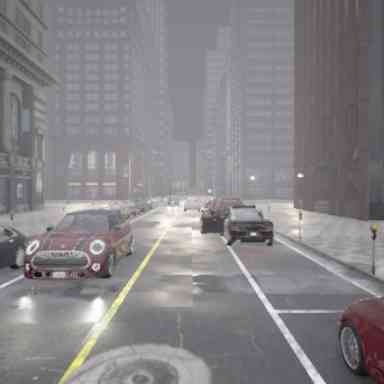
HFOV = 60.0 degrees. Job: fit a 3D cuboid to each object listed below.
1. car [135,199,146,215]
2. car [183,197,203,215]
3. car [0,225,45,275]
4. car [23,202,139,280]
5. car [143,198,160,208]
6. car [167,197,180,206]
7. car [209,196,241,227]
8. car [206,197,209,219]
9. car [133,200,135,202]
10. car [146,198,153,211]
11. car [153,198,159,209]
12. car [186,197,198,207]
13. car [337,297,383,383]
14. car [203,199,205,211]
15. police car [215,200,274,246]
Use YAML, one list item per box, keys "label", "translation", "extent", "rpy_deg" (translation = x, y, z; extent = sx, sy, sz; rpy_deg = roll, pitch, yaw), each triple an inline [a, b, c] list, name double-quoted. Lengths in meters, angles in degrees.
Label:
- label: "car"
  translation: [-5.762, 1.557, 30.912]
  extent: [1.802, 1.307, 4.206]
  rpy_deg: [0, 0, 0]
- label: "car"
  translation: [0.050, 1.498, 38.886]
  extent: [1.812, 1.442, 4.674]
  rpy_deg: [0, 0, 1]
- label: "car"
  translation: [-5.765, 1.542, 8.365]
  extent: [2.008, 1.369, 4.403]
  rpy_deg: [0, 0, 0]
- label: "car"
  translation: [-3.099, 1.341, 10.009]
  extent: [2.097, 1.767, 4.553]
  rpy_deg: [0, 0, 0]
- label: "car"
  translation: [-5.761, 1.522, 47.822]
  extent: [2.008, 1.369, 4.403]
  rpy_deg: [0, 0, 0]
- label: "car"
  translation: [-2.994, 1.492, 54.248]
  extent: [2.128, 1.511, 4.902]
  rpy_deg: [0, 0, 0]
- label: "car"
  translation: [2.761, 1.293, 25.277]
  extent: [2.192, 1.841, 5.009]
  rpy_deg: [0, 0, 0]
- label: "car"
  translation: [2.761, 1.290, 30.914]
  extent: [2.192, 1.841, 5.009]
  rpy_deg: [0, 0, 0]
- label: "car"
  translation: [-5.763, 1.503, 25.105]
  extent: [1.752, 1.417, 4.829]
  rpy_deg: [0, 0, 0]
- label: "car"
  translation: [-5.762, 1.539, 36.549]
  extent: [1.947, 1.339, 4.313]
  rpy_deg: [0, 0, 0]
- label: "car"
  translation: [-5.762, 1.538, 42.185]
  extent: [1.947, 1.339, 4.313]
  rpy_deg: [0, 0, 0]
- label: "car"
  translation: [0.005, 1.496, 50.260]
  extent: [1.812, 1.442, 4.674]
  rpy_deg: [0, 0, 0]
- label: "car"
  translation: [2.760, 1.579, 2.734]
  extent: [1.802, 1.307, 4.206]
  rpy_deg: [0, 0, 0]
- label: "car"
  translation: [2.763, 1.411, 47.822]
  extent: [1.967, 1.590, 4.097]
  rpy_deg: [0, 0, 0]
- label: "police car"
  translation: [2.368, 1.410, 15.369]
  extent: [1.930, 1.638, 5.238]
  rpy_deg: [0, 0, 0]
